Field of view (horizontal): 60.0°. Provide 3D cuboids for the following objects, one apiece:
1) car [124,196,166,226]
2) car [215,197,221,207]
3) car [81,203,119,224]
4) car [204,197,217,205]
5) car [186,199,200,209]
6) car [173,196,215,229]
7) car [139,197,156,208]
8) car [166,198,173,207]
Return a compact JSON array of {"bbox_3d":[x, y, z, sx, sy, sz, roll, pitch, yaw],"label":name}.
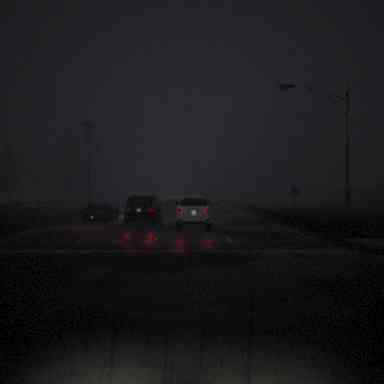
[{"bbox_3d":[-3.398,1.271,23.939,2.150,2.045,5.566,0,0,0],"label":"car"},{"bbox_3d":[3.505,1.615,53.244,1.837,1.490,4.892,0,0,0],"label":"car"},{"bbox_3d":[-6.898,1.544,25.374,2.128,1.511,4.902,0,0,0],"label":"car"},{"bbox_3d":[3.506,1.679,63.663,2.033,1.411,5.357,0,0,0],"label":"car"},{"bbox_3d":[0.104,1.701,48.845,1.895,1.301,4.718,0,0,0],"label":"car"},{"bbox_3d":[0.101,1.267,22.033,2.150,2.045,5.566,0,0,0],"label":"car"},{"bbox_3d":[-6.895,1.584,51.872,1.882,1.535,5.008,0,0,0],"label":"car"},{"bbox_3d":[-3.396,1.669,50.870,1.994,1.385,4.181,0,0,0],"label":"car"}]
